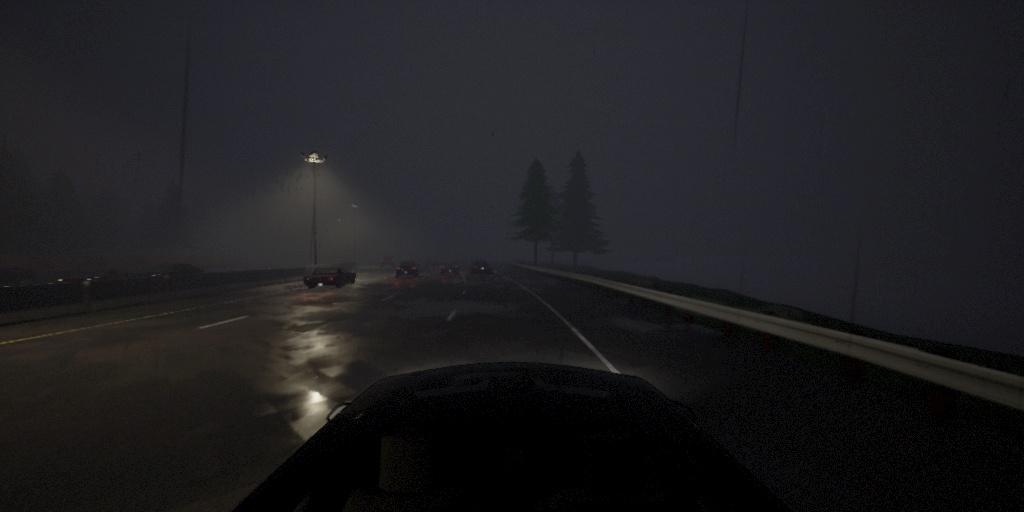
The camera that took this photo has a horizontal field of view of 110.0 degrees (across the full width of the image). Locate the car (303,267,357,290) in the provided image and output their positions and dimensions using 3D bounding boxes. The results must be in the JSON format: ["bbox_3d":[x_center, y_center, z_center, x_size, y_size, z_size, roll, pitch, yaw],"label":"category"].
[{"bbox_3d":[-11.606,1.380,23.297,1.895,1.301,4.718,-1,0,-9],"label":"car"}]

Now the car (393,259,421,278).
[{"bbox_3d":[-9.745,1.226,33.619,1.812,1.442,4.674,0,0,-12],"label":"car"}]

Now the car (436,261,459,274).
[{"bbox_3d":[-6.921,1.236,39.157,1.895,1.301,4.718,-1,0,-14],"label":"car"}]

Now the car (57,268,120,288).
[{"bbox_3d":[-25.921,1.473,23.130,1.895,1.301,4.718,-1,0,-8],"label":"car"}]

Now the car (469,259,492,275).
[{"bbox_3d":[-3.283,1.165,37.014,1.994,1.385,4.181,-1,0,-12],"label":"car"}]

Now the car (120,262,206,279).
[{"bbox_3d":[-22.462,1.155,23.641,1.812,1.442,4.674,-1,0,-8],"label":"car"}]

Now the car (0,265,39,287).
[{"bbox_3d":[-32.861,1.293,22.193,2.128,1.511,4.902,-1,0,-8],"label":"car"}]
